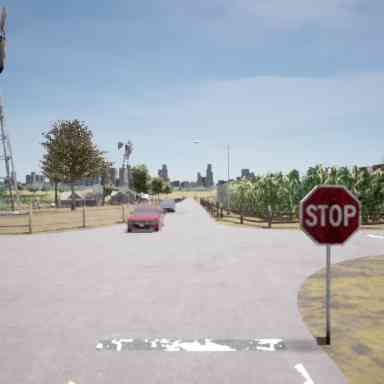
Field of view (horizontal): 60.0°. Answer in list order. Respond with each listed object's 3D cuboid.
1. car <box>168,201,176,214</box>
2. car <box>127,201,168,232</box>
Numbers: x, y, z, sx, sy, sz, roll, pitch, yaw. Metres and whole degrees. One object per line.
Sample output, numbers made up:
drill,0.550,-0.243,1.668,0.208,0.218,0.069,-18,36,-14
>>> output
car,-2.842,1.765,39.109,2.033,1.411,5.357,0,-1,0
car,-2.801,1.558,20.944,1.882,1.535,5.008,0,1,0
